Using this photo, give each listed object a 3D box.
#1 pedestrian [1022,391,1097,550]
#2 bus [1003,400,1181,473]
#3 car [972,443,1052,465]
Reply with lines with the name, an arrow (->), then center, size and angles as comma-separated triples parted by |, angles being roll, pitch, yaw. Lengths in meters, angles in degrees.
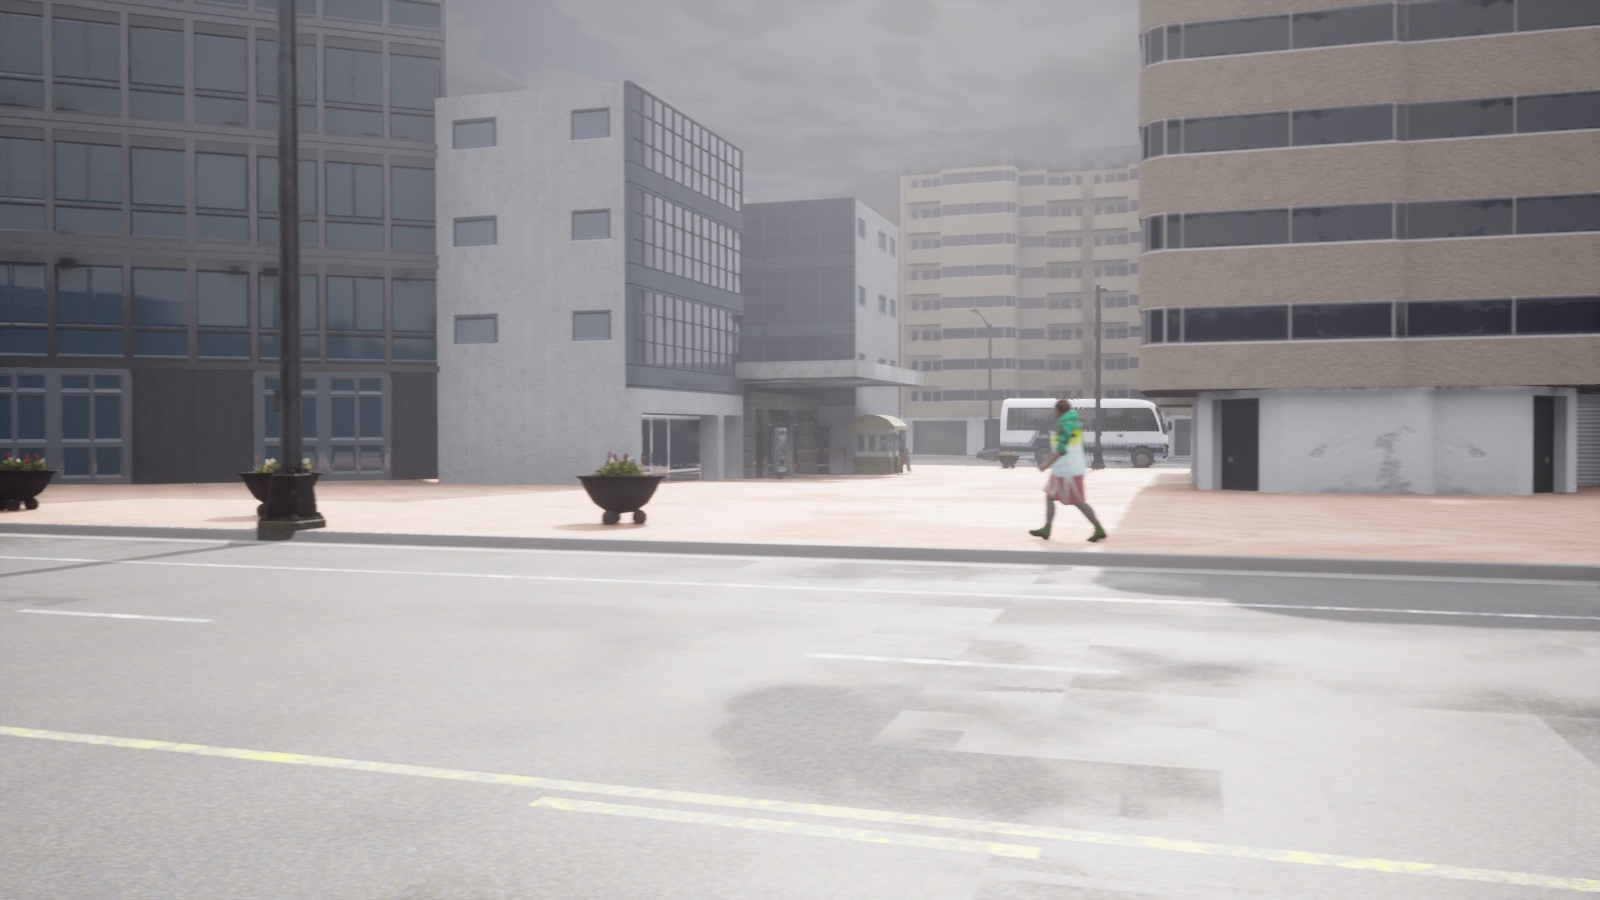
pedestrian -> 3.287, 0.240, 15.866 | 0.873, 1.952, 0.659 | 0, 1, 16
bus -> 17.945, -0.882, 77.074 | 10.273, 4.253, 3.944 | 1, 1, 17
car -> 15.035, 0.273, 88.965 | 5.357, 1.411, 2.033 | 1, 1, 17
